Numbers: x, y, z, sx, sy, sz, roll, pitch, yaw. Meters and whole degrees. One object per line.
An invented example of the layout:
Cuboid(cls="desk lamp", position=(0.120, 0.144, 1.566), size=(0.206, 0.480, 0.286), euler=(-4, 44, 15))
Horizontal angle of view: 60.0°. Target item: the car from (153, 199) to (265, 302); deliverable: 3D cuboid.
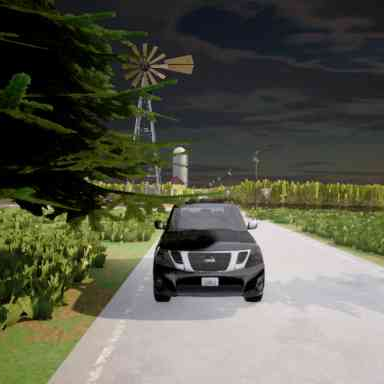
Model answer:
Cuboid(cls="car", position=(0.332, 1.221, 8.601), size=(2.150, 2.045, 5.566), euler=(0, 0, 0))
